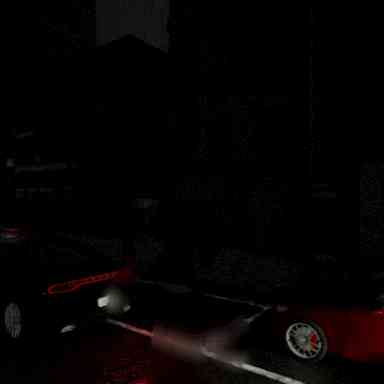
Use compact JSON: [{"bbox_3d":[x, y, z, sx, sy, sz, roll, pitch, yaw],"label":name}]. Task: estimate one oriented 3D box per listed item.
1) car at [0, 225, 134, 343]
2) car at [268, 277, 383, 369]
[{"bbox_3d":[-3.391,1.638,6.850,5.008,1.535,1.882,-1,-2,37],"label":"car"},{"bbox_3d":[3.127,1.708,4.420,4.206,1.307,1.802,-1,-2,37],"label":"car"}]
